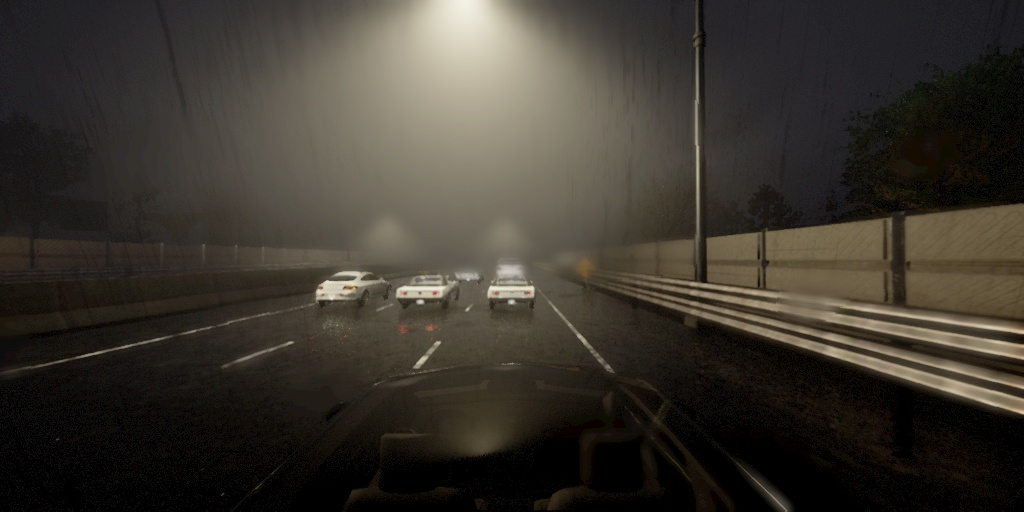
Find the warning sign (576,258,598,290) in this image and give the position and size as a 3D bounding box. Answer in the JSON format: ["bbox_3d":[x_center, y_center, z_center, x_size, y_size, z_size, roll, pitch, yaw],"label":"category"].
[{"bbox_3d":[4.537,1.054,21.633,1.300,1.860,1.060,0,0,0],"label":"warning sign"}]

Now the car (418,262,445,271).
[{"bbox_3d":[-7.014,1.538,31.147,1.837,1.490,4.892,0,0,0],"label":"car"}]

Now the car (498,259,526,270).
[{"bbox_3d":[-0.018,1.243,30.870,2.150,2.045,5.566,0,0,0],"label":"car"}]

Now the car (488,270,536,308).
[{"bbox_3d":[-0.007,1.486,15.969,1.895,1.301,4.718,0,-1,0],"label":"car"}]

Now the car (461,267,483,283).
[{"bbox_3d":[-3.517,1.628,30.968,1.895,1.301,4.718,0,-1,0],"label":"car"}]

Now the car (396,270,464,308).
[{"bbox_3d":[-3.507,1.486,15.969,1.895,1.301,4.718,0,-1,0],"label":"car"}]

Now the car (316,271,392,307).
[{"bbox_3d":[-7.004,1.414,16.249,1.812,1.442,4.674,0,0,0],"label":"car"}]
